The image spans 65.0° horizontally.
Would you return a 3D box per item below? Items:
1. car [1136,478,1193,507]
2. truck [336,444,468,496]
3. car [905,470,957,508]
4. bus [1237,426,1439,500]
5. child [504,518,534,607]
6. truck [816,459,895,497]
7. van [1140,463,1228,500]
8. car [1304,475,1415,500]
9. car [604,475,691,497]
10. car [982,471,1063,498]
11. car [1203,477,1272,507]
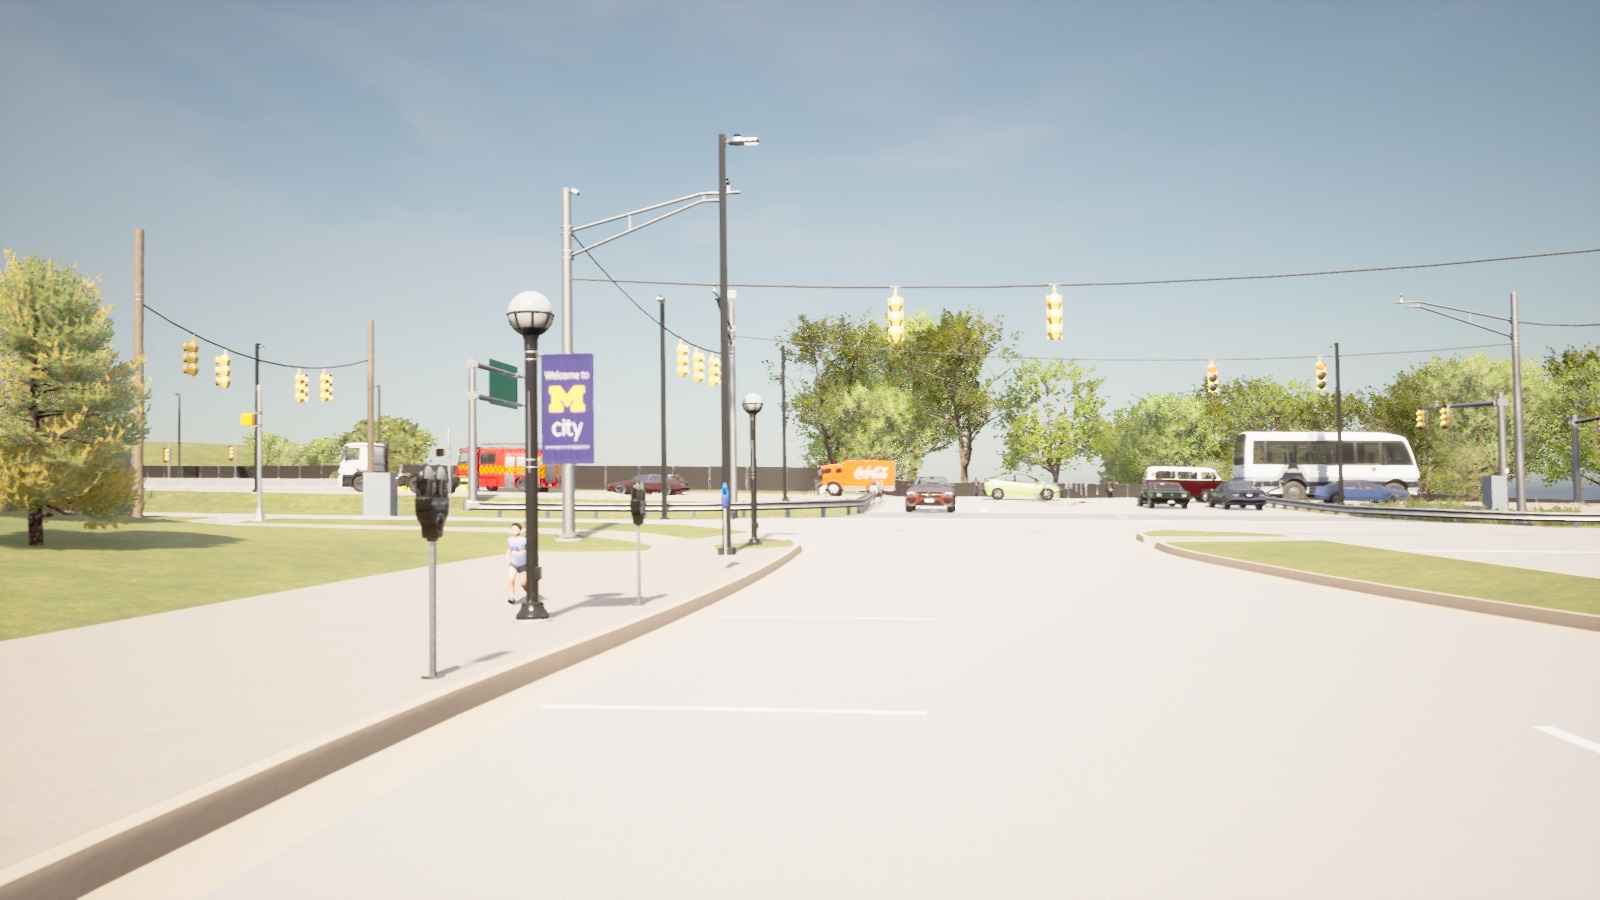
[{"bbox_3d":[18.417,2.129,63.710,1.895,1.301,4.718,0,0,5],"label":"car"},{"bbox_3d":[-26.736,1.390,84.486,7.936,3.462,2.891,0,-2,6],"label":"truck"},{"bbox_3d":[5.992,1.761,56.977,2.152,1.651,5.027,0,-2,8],"label":"car"},{"bbox_3d":[31.721,0.813,74.541,10.273,4.253,3.944,0,-2,6],"label":"bus"},{"bbox_3d":[-3.570,1.425,15.962,0.255,1.110,0.394,-2,-2,6],"label":"child"},{"bbox_3d":[3.765,1.903,84.630,5.204,2.467,2.627,0,-2,6],"label":"truck"},{"bbox_3d":[21.970,1.796,72.023,4.480,2.038,2.069,0,0,6],"label":"van"},{"bbox_3d":[31.592,2.116,70.986,5.357,1.411,2.033,0,-2,6],"label":"car"},{"bbox_3d":[-9.989,2.359,82.607,5.357,1.411,2.033,0,-2,6],"label":"car"},{"bbox_3d":[12.899,1.994,73.029,4.514,1.525,2.007,0,0,6],"label":"car"},{"bbox_3d":[21.859,2.073,62.932,2.033,1.411,5.357,0,-1,5],"label":"car"}]
